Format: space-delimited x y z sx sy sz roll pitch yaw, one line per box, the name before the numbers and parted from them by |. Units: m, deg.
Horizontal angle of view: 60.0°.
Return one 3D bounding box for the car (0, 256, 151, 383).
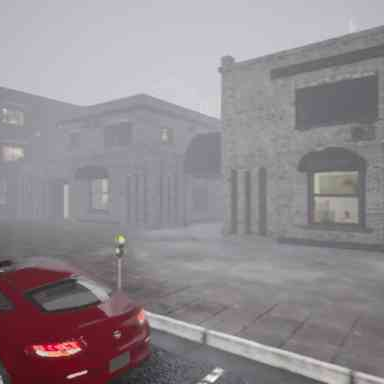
car | -2.427 1.580 4.607 4.206 1.307 1.802 0 0 35
